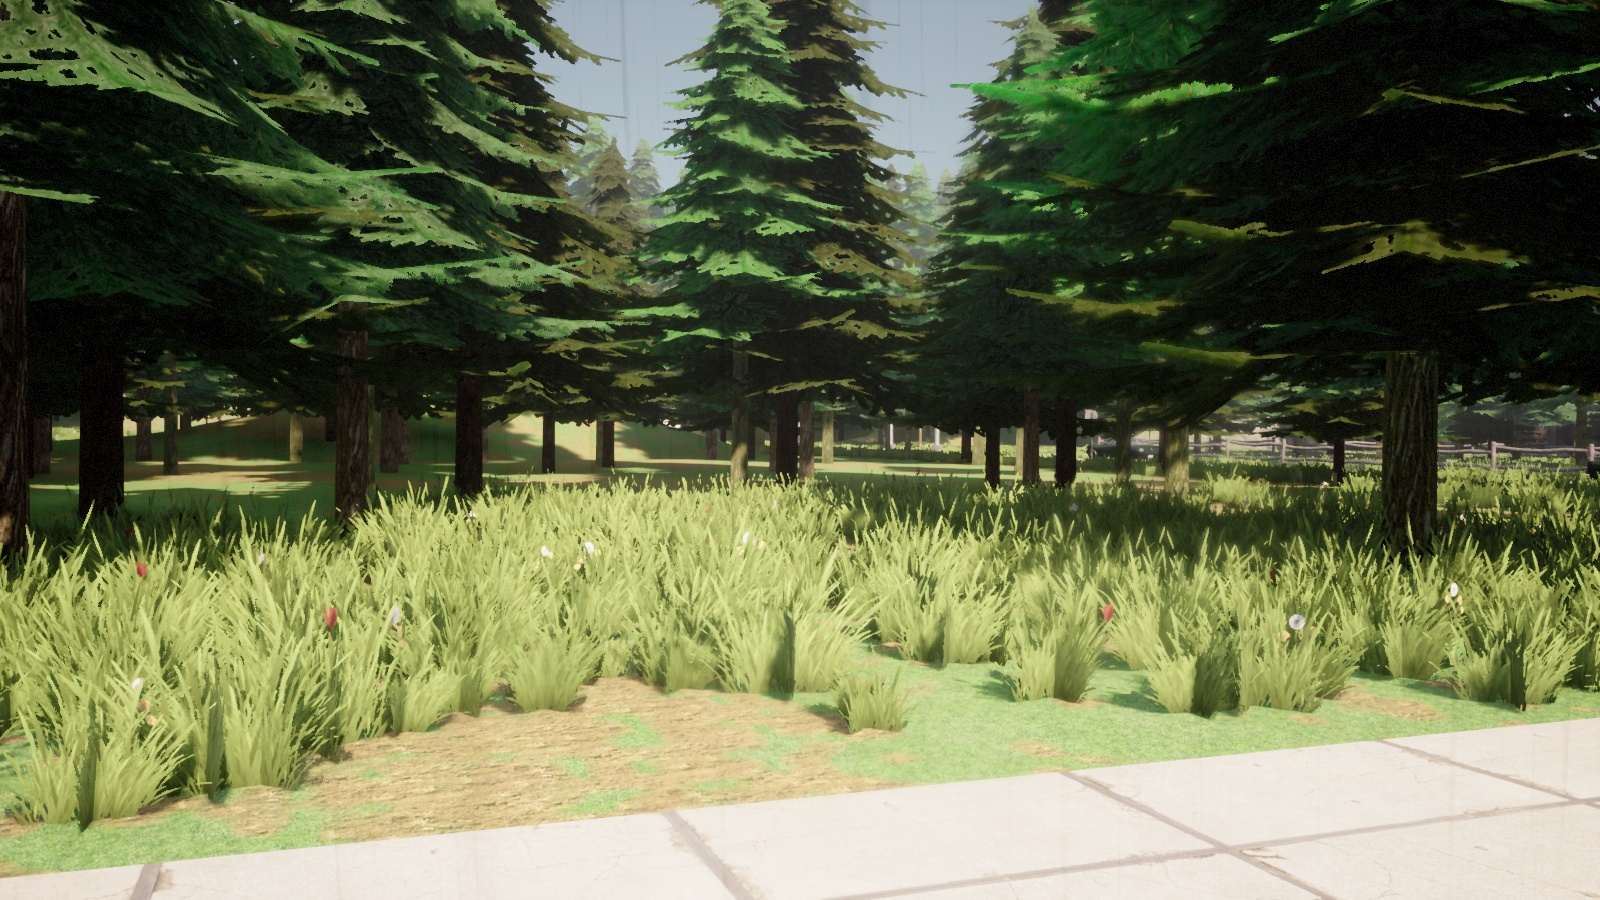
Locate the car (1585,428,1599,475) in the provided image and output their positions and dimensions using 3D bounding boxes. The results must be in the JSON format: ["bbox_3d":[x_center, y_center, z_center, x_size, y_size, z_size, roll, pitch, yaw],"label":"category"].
[{"bbox_3d":[24.053,0.054,33.868,1.895,1.301,4.718,-1,1,-20],"label":"car"}]

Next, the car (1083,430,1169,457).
[{"bbox_3d":[16.733,-0.362,64.692,1.895,1.301,4.718,-1,1,-20],"label":"car"}]
